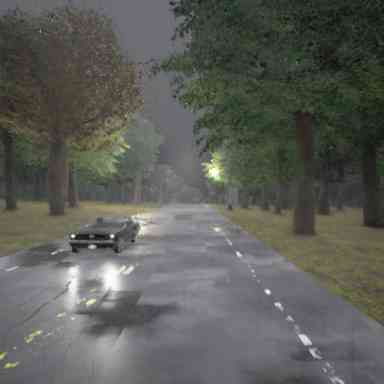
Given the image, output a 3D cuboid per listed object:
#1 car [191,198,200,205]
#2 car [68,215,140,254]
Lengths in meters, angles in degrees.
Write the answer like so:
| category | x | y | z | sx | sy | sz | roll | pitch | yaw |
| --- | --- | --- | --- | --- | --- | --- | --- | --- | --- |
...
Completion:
| category | x | y | z | sx | sy | sz | roll | pitch | yaw |
| --- | --- | --- | --- | --- | --- | --- | --- | --- | --- |
| car | 0.965 | 2.501 | 87.693 | 2.150 | 2.045 | 5.566 | 0 | -1 | 1 |
| car | -3.547 | 1.696 | 14.221 | 1.895 | 1.301 | 4.718 | 0 | 0 | 2 |
